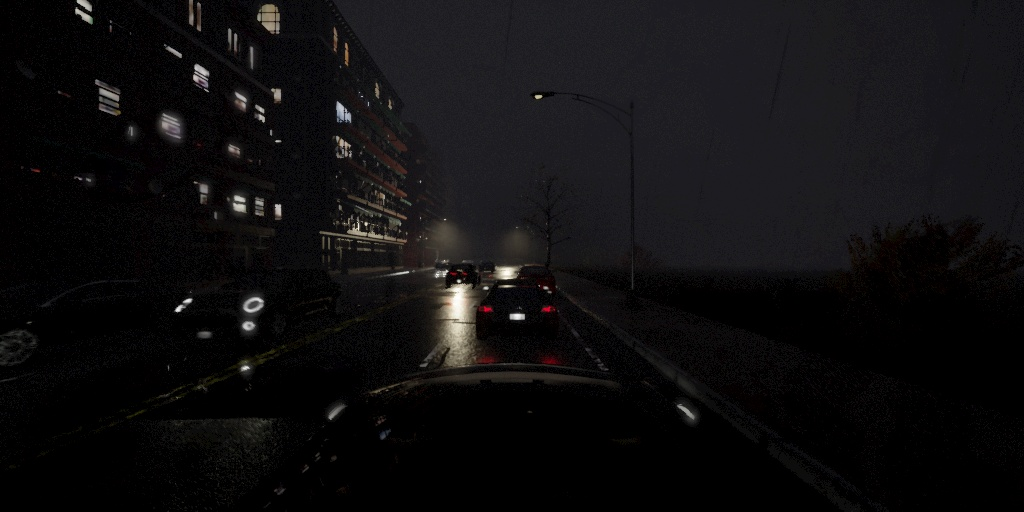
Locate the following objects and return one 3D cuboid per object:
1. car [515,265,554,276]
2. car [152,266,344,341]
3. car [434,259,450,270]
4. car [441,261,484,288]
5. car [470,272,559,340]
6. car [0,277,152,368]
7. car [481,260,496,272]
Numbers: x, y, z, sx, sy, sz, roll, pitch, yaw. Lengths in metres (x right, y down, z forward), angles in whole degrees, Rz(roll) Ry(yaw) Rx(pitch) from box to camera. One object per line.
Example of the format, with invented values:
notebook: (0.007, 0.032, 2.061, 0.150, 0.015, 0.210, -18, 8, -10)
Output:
car: (1.161, 1.230, 18.876, 1.882, 1.535, 5.008, 0, 0, 0)
car: (-6.590, 1.103, 9.940, 2.097, 1.767, 4.553, 0, 0, 0)
car: (-9.775, 1.242, 51.311, 2.128, 1.511, 4.902, 0, 0, 0)
car: (-3.120, 1.255, 23.542, 1.837, 1.490, 4.892, 0, -1, 0)
car: (0.113, 1.315, 9.957, 1.994, 1.385, 4.181, 0, 0, 0)
car: (-9.843, 1.242, 7.933, 2.128, 1.511, 4.902, 0, 0, 0)
car: (-3.090, 1.239, 43.938, 2.128, 1.511, 4.902, 0, 0, 0)
